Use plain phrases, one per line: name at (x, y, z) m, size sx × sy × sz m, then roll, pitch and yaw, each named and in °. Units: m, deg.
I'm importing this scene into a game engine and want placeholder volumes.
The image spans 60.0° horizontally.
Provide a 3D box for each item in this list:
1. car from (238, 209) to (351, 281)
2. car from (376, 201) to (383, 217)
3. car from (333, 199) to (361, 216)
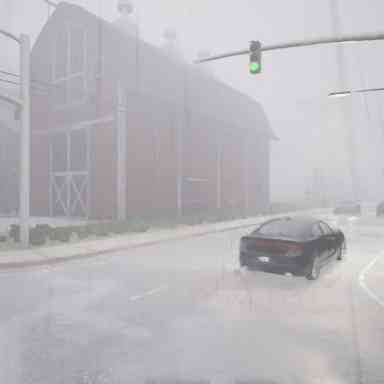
car at (3.232, 1.499, 10.136) m, size 1.882 × 1.535 × 5.008 m, roll 0°, pitch 0°, yaw 36°
car at (18.420, 1.506, 30.822) m, size 1.882 × 1.535 × 5.008 m, roll 0°, pitch 0°, yaw 36°
car at (15.208, 1.505, 32.506) m, size 1.837 × 1.490 × 4.892 m, roll 0°, pitch 0°, yaw 36°
